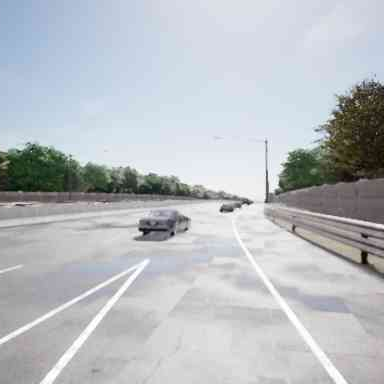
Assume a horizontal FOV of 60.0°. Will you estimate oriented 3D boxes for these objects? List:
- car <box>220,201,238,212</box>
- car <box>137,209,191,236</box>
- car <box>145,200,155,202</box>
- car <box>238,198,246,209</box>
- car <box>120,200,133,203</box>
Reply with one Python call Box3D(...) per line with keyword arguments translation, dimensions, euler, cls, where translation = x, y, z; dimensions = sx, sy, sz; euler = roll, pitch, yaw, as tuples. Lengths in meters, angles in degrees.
Box3D(translation=(5.438, 2.292, 50.489), dimensions=(1.994, 1.385, 4.181), euler=(0, -1, 13), cls="car")
Box3D(translation=(-1.461, 1.691, 19.376), dimensions=(2.033, 1.411, 5.357), euler=(0, -1, 12), cls="car")
Box3D(translation=(-11.193, 2.873, 88.640), dimensions=(1.882, 1.535, 5.008), euler=(0, -1, 13), cls="car")
Box3D(translation=(8.908, 2.519, 66.129), dimensions=(2.128, 1.511, 4.902), euler=(0, -1, 13), cls="car")
Box3D(translation=(-14.622, 2.591, 73.185), dimensions=(1.882, 1.535, 5.008), euler=(0, -1, 13), cls="car")
